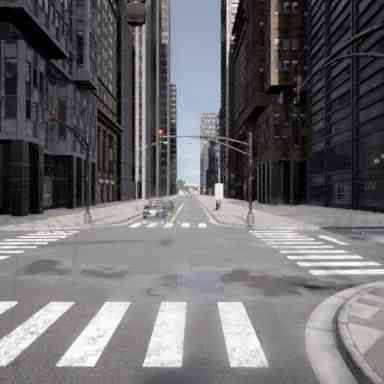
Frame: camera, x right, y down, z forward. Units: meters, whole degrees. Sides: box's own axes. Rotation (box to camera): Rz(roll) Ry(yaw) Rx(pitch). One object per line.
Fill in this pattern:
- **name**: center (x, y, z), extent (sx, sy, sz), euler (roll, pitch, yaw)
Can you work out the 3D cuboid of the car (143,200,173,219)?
- **car**: center (-3.169, 1.505, 29.436), extent (2.128, 1.511, 4.902), euler (0, 0, 0)
